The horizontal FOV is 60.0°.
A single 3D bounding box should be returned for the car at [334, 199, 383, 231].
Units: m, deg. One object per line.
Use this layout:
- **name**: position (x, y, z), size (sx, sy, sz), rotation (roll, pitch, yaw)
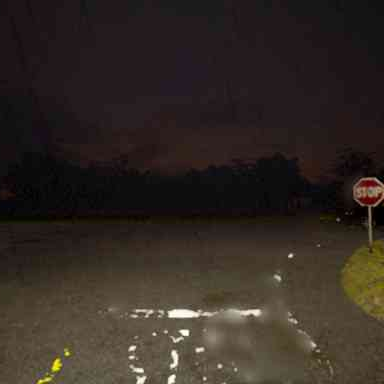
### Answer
- **car**: position (9.312, 1.057, 16.066), size (4.674, 1.442, 1.812), rotation (-2, -2, -1)
